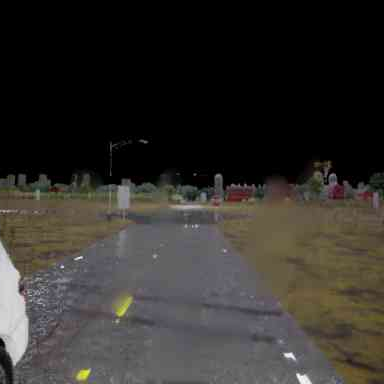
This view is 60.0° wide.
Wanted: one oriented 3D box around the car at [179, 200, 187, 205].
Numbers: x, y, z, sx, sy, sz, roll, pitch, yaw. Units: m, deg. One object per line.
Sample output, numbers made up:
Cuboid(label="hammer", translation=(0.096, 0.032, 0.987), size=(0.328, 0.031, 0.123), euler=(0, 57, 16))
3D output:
Cuboid(label="car", translation=(-2.497, 2.906, 91.194), size=(1.837, 1.490, 4.892), euler=(0, -1, 0))

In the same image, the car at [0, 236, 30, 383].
Cuboid(label="car", translation=(-2.848, 1.242, 1.392), size=(2.150, 2.045, 5.566), euler=(0, -1, 0))
